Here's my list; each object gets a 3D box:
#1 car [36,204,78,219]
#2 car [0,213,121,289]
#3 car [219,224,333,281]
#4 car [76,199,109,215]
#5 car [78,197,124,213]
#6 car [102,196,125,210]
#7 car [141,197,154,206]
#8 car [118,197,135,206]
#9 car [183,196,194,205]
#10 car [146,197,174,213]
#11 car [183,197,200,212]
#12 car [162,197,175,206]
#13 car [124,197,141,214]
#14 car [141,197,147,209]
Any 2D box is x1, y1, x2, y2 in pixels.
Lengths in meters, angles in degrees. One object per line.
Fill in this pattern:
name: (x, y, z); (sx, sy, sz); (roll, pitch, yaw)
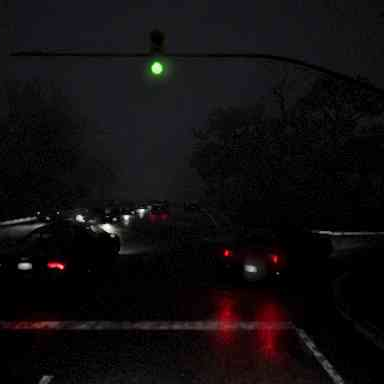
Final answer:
car: (-10.617, 1.645, 26.686); (1.895, 1.301, 4.718); (0, 0, 0)
car: (-3.401, 1.563, 9.280); (2.033, 1.411, 5.357); (0, 0, 0)
car: (2.763, 1.617, 10.061); (1.895, 1.301, 4.718); (0, 0, 35)
car: (-10.669, 1.551, 36.009); (2.128, 1.511, 4.902); (0, 0, 0)
car: (-7.065, 1.396, 26.451); (2.097, 1.767, 4.553); (0, 0, -1)
car: (-10.765, 1.427, 45.848); (2.097, 1.767, 4.553); (0, 0, -1)
car: (-7.527, 1.596, 56.647); (1.837, 1.490, 4.892); (0, 0, -2)
car: (-10.988, 1.583, 56.065); (2.128, 1.511, 4.902); (0, 0, -2)
car: (-0.656, 1.577, 61.039); (1.882, 1.535, 5.008); (0, 0, -2)
car: (-3.483, 1.551, 37.247); (2.128, 1.511, 4.902); (0, 0, -1)
car: (-0.015, 1.543, 39.881); (1.882, 1.535, 5.008); (0, 0, -1)
car: (-4.056, 1.643, 58.310); (2.033, 1.411, 5.357); (0, 0, -2)
car: (-7.167, 1.606, 35.923); (2.033, 1.411, 5.357); (0, 0, 0)
car: (-7.268, 1.639, 45.796); (1.994, 1.385, 4.181); (0, 0, -1)
